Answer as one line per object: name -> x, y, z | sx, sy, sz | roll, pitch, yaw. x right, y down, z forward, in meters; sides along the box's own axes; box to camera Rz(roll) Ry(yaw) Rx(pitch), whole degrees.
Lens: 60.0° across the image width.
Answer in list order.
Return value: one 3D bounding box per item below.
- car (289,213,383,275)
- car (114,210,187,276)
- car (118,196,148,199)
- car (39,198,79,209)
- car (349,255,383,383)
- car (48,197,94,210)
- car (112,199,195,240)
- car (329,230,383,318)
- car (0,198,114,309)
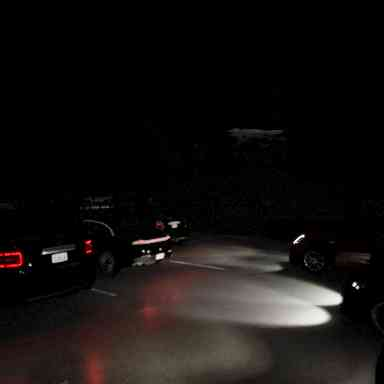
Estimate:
car -> 5.024, 1.352, 9.008 | 4.553, 1.767, 2.097 | 0, 0, 36
car -> -2.817, 1.491, 10.261 | 4.902, 1.511, 2.128 | 0, 0, 36
car -> -8.661, 1.402, 49.852 | 4.902, 1.511, 2.128 | 0, 0, -41
car -> -18.111, 1.488, 45.521 | 1.895, 1.301, 4.718 | 0, 0, 43
car -> 3.599, 1.474, 1.420 | 5.008, 1.535, 1.882 | 0, 0, 35
car -> -15.614, 1.450, 43.152 | 2.033, 1.411, 5.357 | 0, 0, 40
car -> -2.415, 1.349, 14.270 | 4.553, 1.767, 2.097 | 0, 0, 35
car -> 4.568, 1.564, 5.024 | 4.181, 1.385, 1.994 | 0, 0, 36
car -> -4.512, 1.220, 7.199 | 5.566, 2.045, 2.150 | 0, 0, 33
